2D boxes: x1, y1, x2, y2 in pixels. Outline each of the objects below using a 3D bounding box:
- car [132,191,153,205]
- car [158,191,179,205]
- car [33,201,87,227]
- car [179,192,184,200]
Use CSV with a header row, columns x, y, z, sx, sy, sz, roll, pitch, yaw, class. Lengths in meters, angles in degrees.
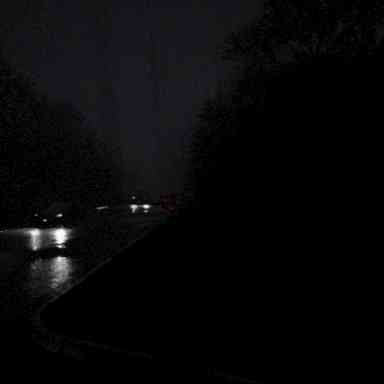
x,y,z,sx,sy,sz,roll,pitch,yaw,class
-6.761,0.753,45.340,2.097,1.767,4.553,-1,1,4,car
-3.216,0.865,43.902,1.882,1.535,5.008,-1,0,3,car
-8.201,1.295,21.210,1.812,1.442,4.674,-1,1,3,car
-2.432,0.679,57.749,1.837,1.490,4.892,-1,1,3,car
